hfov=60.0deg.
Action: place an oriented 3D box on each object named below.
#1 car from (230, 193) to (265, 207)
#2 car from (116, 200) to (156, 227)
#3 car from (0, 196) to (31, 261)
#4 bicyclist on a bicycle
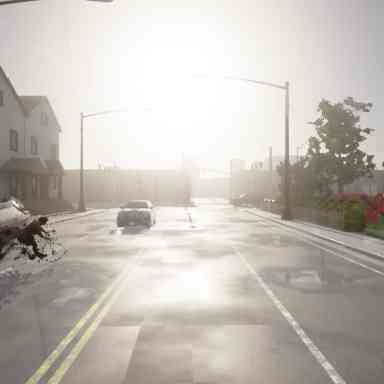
[{"bbox_3d":[8.740,1.222,52.374,5.566,2.045,2.150,0,0,-10],"label":"car"},{"bbox_3d":[-3.652,1.352,22.462,2.097,1.767,4.553,0,0,0],"label":"car"},{"bbox_3d":[-5.978,1.420,9.537,1.994,1.385,4.181,-45,8,-2],"label":"car"},{"bbox_3d":[-4.312,1.392,9.226,1.656,1.620,0.582,-3,32,-34],"label":"bicyclist on a bicycle"}]
